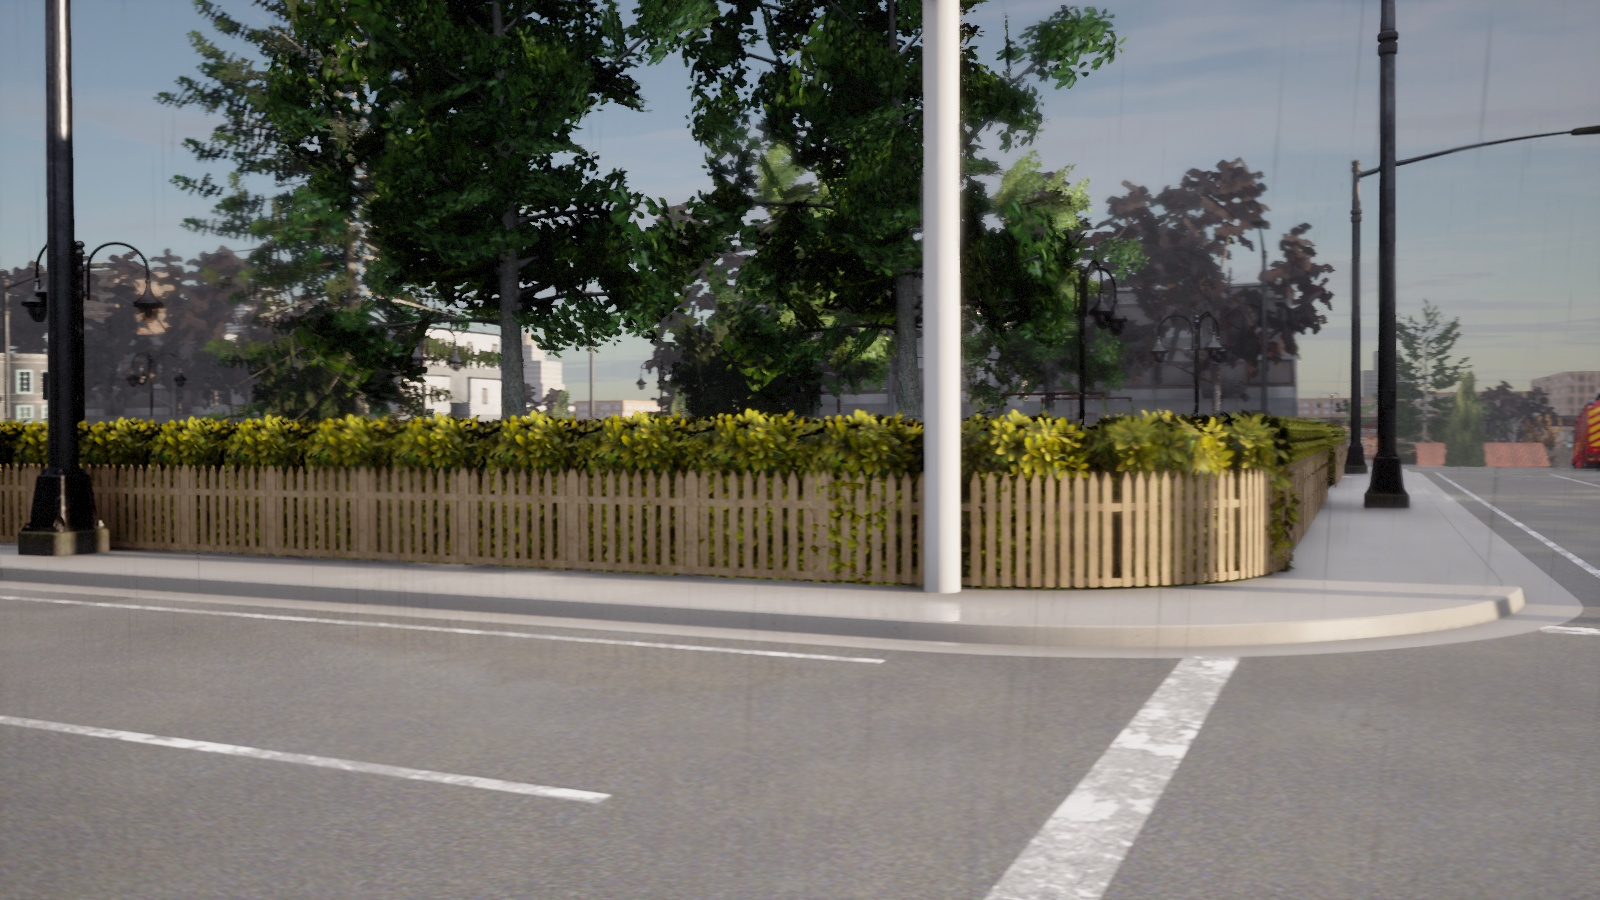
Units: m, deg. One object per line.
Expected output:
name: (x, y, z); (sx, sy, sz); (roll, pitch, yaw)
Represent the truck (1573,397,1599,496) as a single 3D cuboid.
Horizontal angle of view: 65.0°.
truck: (41.173, -0.050, 63.424); (2.891, 3.827, 8.468); (0, -9, 27)
